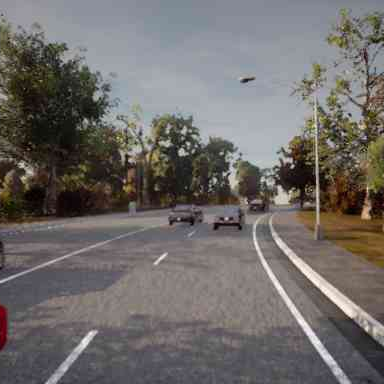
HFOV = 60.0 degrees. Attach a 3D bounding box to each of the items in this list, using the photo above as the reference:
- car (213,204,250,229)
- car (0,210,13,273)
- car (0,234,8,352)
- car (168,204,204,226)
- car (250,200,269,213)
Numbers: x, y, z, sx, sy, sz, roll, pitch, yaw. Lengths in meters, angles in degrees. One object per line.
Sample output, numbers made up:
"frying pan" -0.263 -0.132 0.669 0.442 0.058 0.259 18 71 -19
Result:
"car" 2.597 1.677 22.477 2.033 1.411 5.357 -1 0 12
"car" -6.654 1.402 7.870 2.097 1.767 4.553 0 -1 5
"car" -3.295 1.222 1.574 2.150 2.045 5.566 0 0 1
"car" -0.367 1.669 25.018 2.128 1.511 4.902 -1 -1 13
"car" 8.263 1.681 41.037 1.882 1.535 5.008 -1 -1 21
